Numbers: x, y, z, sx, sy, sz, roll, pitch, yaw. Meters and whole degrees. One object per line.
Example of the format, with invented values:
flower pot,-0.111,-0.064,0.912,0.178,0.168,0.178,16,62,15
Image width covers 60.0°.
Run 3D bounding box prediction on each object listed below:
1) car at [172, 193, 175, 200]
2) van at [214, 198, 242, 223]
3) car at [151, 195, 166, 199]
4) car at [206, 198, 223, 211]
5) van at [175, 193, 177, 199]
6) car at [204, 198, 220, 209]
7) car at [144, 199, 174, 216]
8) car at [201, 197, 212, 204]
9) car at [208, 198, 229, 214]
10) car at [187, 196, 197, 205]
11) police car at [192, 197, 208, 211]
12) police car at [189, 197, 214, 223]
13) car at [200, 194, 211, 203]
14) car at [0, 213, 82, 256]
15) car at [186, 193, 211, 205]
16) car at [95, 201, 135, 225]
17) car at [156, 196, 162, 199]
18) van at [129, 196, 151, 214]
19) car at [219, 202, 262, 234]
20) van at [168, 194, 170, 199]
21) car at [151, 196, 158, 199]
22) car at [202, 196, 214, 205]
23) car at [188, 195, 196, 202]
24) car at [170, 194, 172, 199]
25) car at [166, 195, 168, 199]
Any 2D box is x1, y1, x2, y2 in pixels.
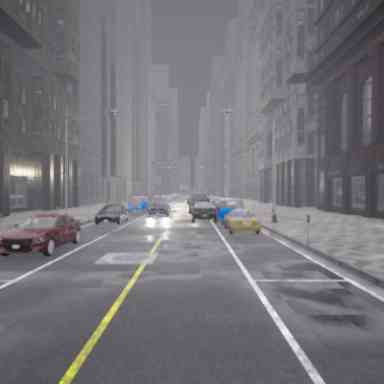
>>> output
car,-5.749,1.475,80.764,1.967,1.590,4.097,0,0,0
van,2.765,1.347,24.407,1.690,1.788,3.998,0,0,0
car,-5.755,1.335,52.580,2.192,1.841,5.009,0,0,0
car,2.769,1.540,41.487,1.752,1.417,4.829,0,0,0
van,-5.747,1.382,92.037,1.690,1.788,3.998,0,0,0
car,2.770,1.568,46.953,2.008,1.369,4.403,0,0,0
car,-3.091,1.611,32.211,1.895,1.301,4.718,0,0,0
car,2.773,1.591,63.862,1.947,1.339,4.313,0,0,0
car,2.767,1.452,35.680,1.967,1.590,4.097,0,0,0
car,0.012,1.528,58.983,1.837,1.490,4.892,0,0,0
police car,0.909,1.440,41.833,1.930,1.638,5.238,0,0,0
police car,0.905,1.432,25.833,1.930,1.638,5.238,0,0,0
car,2.773,1.343,69.499,2.192,1.841,5.009,0,0,0
car,-5.762,1.547,13.123,1.887,1.381,4.507,0,0,0
car,0.741,1.227,35.746,2.150,2.045,5.566,0,0,0
car,-5.760,1.573,24.397,1.947,1.339,4.313,0,0,0
car,-5.755,1.583,46.944,1.947,1.339,4.313,0,0,0
van,-5.758,1.353,35.670,1.690,1.788,3.998,0,0,0
car,2.764,1.529,18.941,1.752,1.417,4.829,0,0,0
van,-5.753,1.367,63.854,1.690,1.788,3.998,0,0,0
car,-5.756,1.580,41.307,1.947,1.339,4.313,0,0,0
car,2.772,1.463,58.225,1.967,1.590,4.097,0,0,0
car,0.015,1.387,75.567,1.837,1.490,4.892,0,0,0
car,-5.751,1.469,69.491,1.967,1.590,4.097,0,0,0
car,-5.753,1.568,58.217,1.887,1.381,4.507,0,0,0
